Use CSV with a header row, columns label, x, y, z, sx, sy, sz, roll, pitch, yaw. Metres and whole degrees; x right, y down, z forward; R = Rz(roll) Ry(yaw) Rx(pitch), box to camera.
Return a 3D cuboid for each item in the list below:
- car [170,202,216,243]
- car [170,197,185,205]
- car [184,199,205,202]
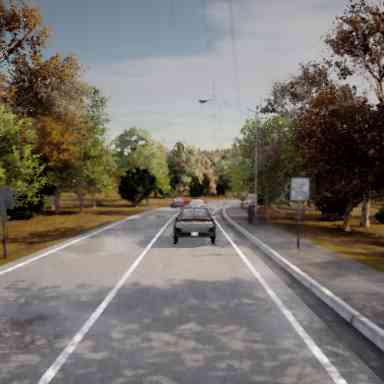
label,x,y,z,sx,sy,sz,roll,pitch,yaw
car,0.110,1.462,15.827,2.128,1.511,4.902,0,0,0
car,-1.709,1.425,45.121,1.812,1.442,4.674,1,0,10
car,0.586,1.465,32.879,1.812,1.442,4.674,0,0,4
